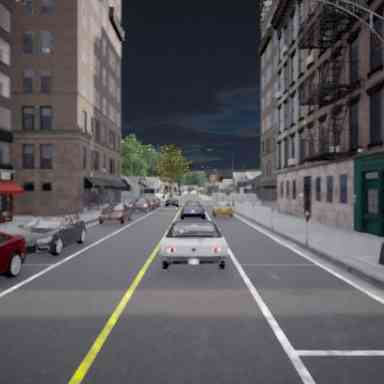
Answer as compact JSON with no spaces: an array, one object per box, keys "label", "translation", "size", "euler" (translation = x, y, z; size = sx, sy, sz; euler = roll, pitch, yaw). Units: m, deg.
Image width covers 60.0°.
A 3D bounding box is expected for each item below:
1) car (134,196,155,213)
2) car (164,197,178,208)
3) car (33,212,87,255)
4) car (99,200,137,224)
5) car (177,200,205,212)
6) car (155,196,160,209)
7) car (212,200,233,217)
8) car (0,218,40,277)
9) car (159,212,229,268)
[{"label":"car","translation":[-5.383,1.323,34.863],"size":[1.967,1.590,4.097],"euler":[0,0,0]},{"label":"car","translation":[-2.783,1.391,46.584],"size":[2.033,1.411,5.357],"euler":[0,0,1]},{"label":"car","translation":[-5.398,1.508,12.847],"size":[2.008,1.369,4.403],"euler":[0,0,0]},{"label":"car","translation":[-5.391,1.502,23.855],"size":[1.802,1.307,4.206],"euler":[0,0,0]},{"label":"car","translation":[0.080,1.470,27.830],"size":[1.994,1.385,4.181],"euler":[0,0,0]},{"label":"car","translation":[-5.379,1.305,40.366],"size":[1.967,1.590,4.097],"euler":[0,0,0]},{"label":"car","translation":[2.661,1.426,29.528],"size":[1.752,1.417,4.829],"euler":[0,0,0]},{"label":"car","translation":[-5.402,1.520,7.344],"size":[1.887,1.381,4.507],"euler":[0,0,0]},{"label":"car","translation":[0.066,1.563,11.077],"size":[1.895,1.301,4.718],"euler":[0,0,0]}]
